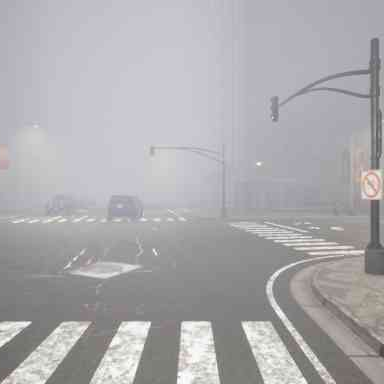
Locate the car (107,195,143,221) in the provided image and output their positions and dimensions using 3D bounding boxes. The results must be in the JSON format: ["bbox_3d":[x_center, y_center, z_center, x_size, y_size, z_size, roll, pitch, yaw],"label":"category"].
[{"bbox_3d":[-5.408,1.232,27.282,2.150,2.045,5.566,1,0,-1],"label":"car"}]

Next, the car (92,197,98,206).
[{"bbox_3d":[-16.529,1.514,54.058,1.882,1.535,5.008,0,0,-9],"label":"car"}]

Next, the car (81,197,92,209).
[{"bbox_3d":[-14.922,1.589,44.026,1.994,1.385,4.181,0,0,-10],"label":"car"}]

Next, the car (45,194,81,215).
[{"bbox_3d":[-13.313,1.238,34.167,2.150,2.045,5.566,0,0,-10],"label":"car"}]
